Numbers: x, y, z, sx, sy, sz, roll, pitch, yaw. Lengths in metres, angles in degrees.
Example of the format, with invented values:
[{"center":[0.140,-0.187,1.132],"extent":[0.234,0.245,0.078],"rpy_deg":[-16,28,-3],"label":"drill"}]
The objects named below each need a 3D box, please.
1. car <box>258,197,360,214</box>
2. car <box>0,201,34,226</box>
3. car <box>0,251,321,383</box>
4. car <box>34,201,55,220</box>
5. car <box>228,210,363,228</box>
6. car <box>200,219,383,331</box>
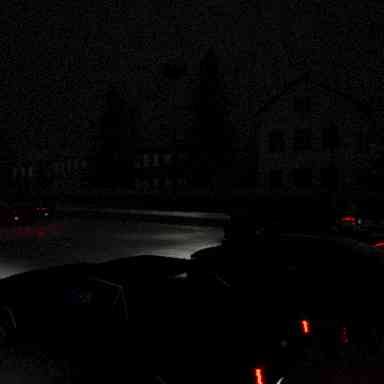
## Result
[{"center":[4.085,1.213,13.978],"extent":[5.566,2.045,2.150],"rpy_deg":[0,0,36],"label":"car"},{"center":[-12.673,1.436,21.632],"extent":[5.008,1.535,1.882],"rpy_deg":[0,0,36],"label":"car"},{"center":[-0.933,1.595,4.658],"extent":[4.718,1.301,1.895],"rpy_deg":[0,0,36],"label":"car"},{"center":[-12.716,1.446,25.962],"extent":[4.902,1.511,2.128],"rpy_deg":[0,0,36],"label":"car"},{"center":[3.262,1.501,10.264],"extent":[4.892,1.490,1.837],"rpy_deg":[1,0,36],"label":"car"},{"center":[2.063,1.522,6.821],"extent":[4.674,1.442,1.812],"rpy_deg":[0,0,36],"label":"car"}]
